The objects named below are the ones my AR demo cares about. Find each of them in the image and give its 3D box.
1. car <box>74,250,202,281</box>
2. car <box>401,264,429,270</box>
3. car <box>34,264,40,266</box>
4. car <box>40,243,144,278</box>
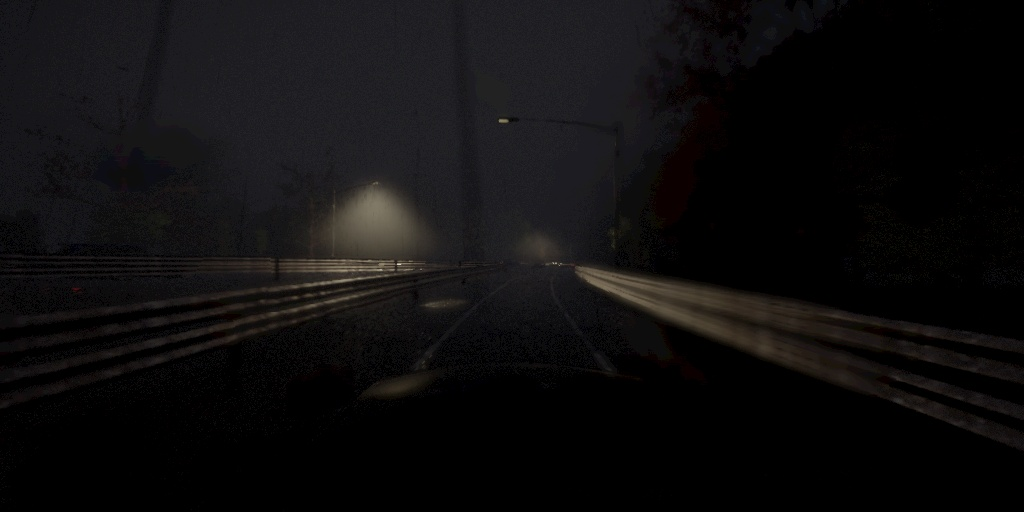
[{"bbox_3d":[-20.905,0.613,20.594,1.837,1.490,4.892,0,-1,25],"label":"car"},{"bbox_3d":[-14.087,1.295,52.358,2.128,1.511,4.902,0,-1,24],"label":"car"},{"bbox_3d":[-27.241,0.577,23.565,1.882,1.535,5.008,0,-1,25],"label":"car"},{"bbox_3d":[-24.055,0.312,22.117,2.150,2.045,5.566,0,-1,25],"label":"car"}]
